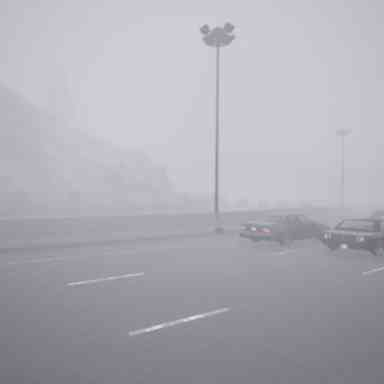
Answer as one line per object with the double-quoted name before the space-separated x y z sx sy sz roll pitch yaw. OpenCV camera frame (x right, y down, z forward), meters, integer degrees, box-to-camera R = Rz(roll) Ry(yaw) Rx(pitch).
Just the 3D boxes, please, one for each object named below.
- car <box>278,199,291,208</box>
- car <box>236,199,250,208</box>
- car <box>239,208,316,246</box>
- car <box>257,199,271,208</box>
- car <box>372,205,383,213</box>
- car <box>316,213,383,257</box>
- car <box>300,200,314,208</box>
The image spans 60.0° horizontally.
"car" 15.419 1.985 55.410 2.128 1.511 4.902 0 0 20
"car" 8.936 1.958 57.998 1.837 1.490 4.892 1 0 20
"car" 4.598 1.691 16.034 5.357 1.411 2.033 1 0 -40
"car" 12.591 1.962 57.848 1.882 1.535 5.008 1 0 19
"car" 16.669 1.859 28.528 1.812 1.442 4.674 0 0 37
"car" 7.328 1.755 13.779 4.718 1.301 1.895 1 0 -41
"car" 18.867 1.999 54.628 1.882 1.535 5.008 1 0 20
